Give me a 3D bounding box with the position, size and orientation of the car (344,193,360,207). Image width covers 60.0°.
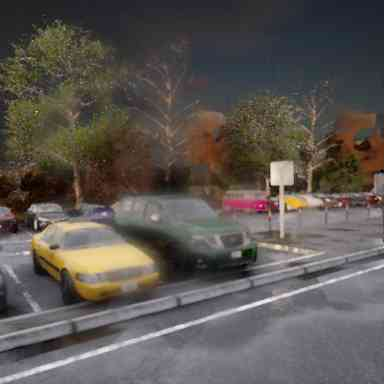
[{"bbox_3d":[15.937,0.907,38.113,2.097,1.535,5.008,-1,1,-36],"label":"car"}]

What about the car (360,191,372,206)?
[{"bbox_3d":[18.200,0.863,39.719,2.231,1.521,4.892,-1,1,-36],"label":"car"}]

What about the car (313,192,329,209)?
[{"bbox_3d":[11.429,1.038,34.876,2.002,1.452,4.674,-1,1,-36],"label":"car"}]

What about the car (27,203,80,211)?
[{"bbox_3d":[-8.885,1.419,20.344,2.231,1.521,4.892,-1,1,-36],"label":"car"}]

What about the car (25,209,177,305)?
[{"bbox_3d":[-2.732,1.446,8.427,1.946,1.575,5.366,-1,1,-36],"label":"car"}]

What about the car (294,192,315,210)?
[{"bbox_3d":[9.174,1.044,33.258,2.097,1.535,5.008,-1,1,-36],"label":"car"}]

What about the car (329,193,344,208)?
[{"bbox_3d":[13.664,0.827,36.517,2.185,1.767,4.553,-1,1,-36],"label":"car"}]

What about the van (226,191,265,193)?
[{"bbox_3d":[4.586,0.912,30.123,1.878,1.987,4.442,-1,1,-36],"label":"van"}]

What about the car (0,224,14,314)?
[{"bbox_3d":[-5.120,1.537,6.949,2.002,1.452,4.674,-1,1,-36],"label":"car"}]

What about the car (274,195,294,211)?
[{"bbox_3d":[6.915,1.131,31.643,2.002,1.452,4.674,-1,1,-36],"label":"car"}]

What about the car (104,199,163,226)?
[{"bbox_3d":[-4.261,1.321,23.418,1.946,1.575,5.366,-1,1,-36],"label":"car"}]

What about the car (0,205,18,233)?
[{"bbox_3d":[-11.141,1.465,18.727,2.097,1.535,5.008,-1,1,-36],"label":"car"}]

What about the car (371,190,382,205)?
[{"bbox_3d":[20.436,0.846,41.362,2.163,1.488,4.792,-1,1,-36],"label":"car"}]

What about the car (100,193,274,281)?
[{"bbox_3d":[-0.548,1.151,10.184,2.435,2.045,5.566,-1,1,-36],"label":"car"}]

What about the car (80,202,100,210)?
[{"bbox_3d":[-6.642,1.401,21.978,2.163,1.488,4.792,-1,1,-36],"label":"car"}]

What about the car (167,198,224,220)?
[{"bbox_3d":[0.162,1.260,26.777,2.163,1.488,4.792,-1,1,-36],"label":"car"}]
